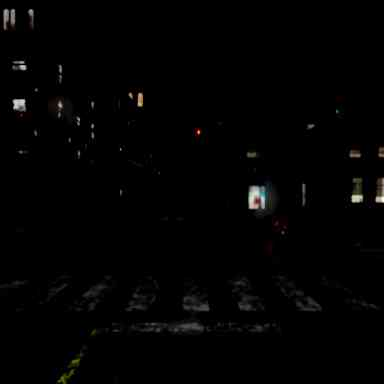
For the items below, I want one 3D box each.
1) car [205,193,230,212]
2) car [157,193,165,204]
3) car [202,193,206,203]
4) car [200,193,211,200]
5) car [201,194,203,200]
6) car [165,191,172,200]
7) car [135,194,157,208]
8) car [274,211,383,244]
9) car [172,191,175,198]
[{"bbox_3d":[2.700,1.105,33.584,1.967,1.590,4.097,0,1,0],"label":"car"},{"bbox_3d":[-5.671,1.058,50.667,2.008,1.369,4.403,0,1,0],"label":"car"},{"bbox_3d":[2.706,1.141,44.979,1.802,1.307,4.206,0,1,0],"label":"car"},{"bbox_3d":[2.717,0.905,67.764,2.008,1.369,4.403,-1,0,0],"label":"car"},{"bbox_3d":[2.709,1.058,50.675,2.008,1.369,4.403,0,1,0],"label":"car"},{"bbox_3d":[-5.664,0.881,67.586,1.752,1.417,4.829,0,1,0],"label":"car"},{"bbox_3d":[-5.677,1.163,39.274,2.008,1.369,4.403,0,1,0],"label":"car"},{"bbox_3d":[6.166,1.480,14.506,4.718,1.301,1.895,0,1,0],"label":"car"},{"bbox_3d":[-5.660,0.696,79.147,1.967,1.590,4.097,0,0,0],"label":"car"}]
